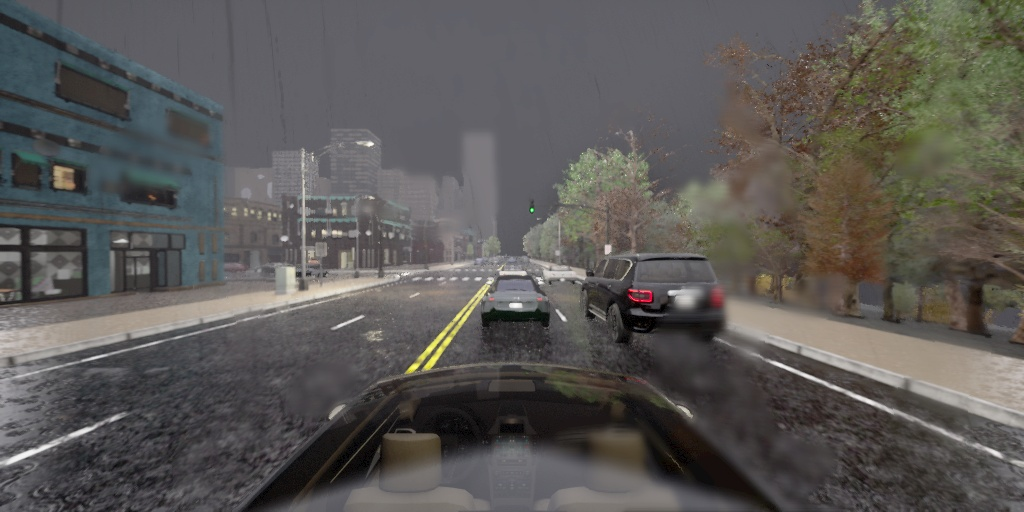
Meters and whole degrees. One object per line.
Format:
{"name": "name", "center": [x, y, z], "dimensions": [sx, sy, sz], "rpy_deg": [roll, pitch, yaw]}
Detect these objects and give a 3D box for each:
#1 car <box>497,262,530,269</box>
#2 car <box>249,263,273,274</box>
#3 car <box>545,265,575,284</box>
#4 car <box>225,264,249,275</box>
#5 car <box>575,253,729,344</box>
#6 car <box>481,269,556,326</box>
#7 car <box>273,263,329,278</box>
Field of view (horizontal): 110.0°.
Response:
{"name": "car", "center": [0.039, 1.294, 25.937], "dimensions": [1.895, 1.301, 4.718], "rpy_deg": [0, 0, -1]}
{"name": "car", "center": [-28.280, 1.465, 42.984], "dimensions": [4.403, 1.370, 2.007], "rpy_deg": [0, 0, 0]}
{"name": "car", "center": [3.351, 1.294, 25.888], "dimensions": [1.895, 1.301, 4.718], "rpy_deg": [0, 0, 0]}
{"name": "car", "center": [-33.816, 1.559, 42.991], "dimensions": [4.207, 1.307, 1.802], "rpy_deg": [0, 0, 0]}
{"name": "car", "center": [3.351, 0.953, 9.615], "dimensions": [2.150, 2.045, 5.566], "rpy_deg": [0, 0, 0]}
{"name": "car", "center": [0.100, 1.291, 11.586], "dimensions": [1.994, 1.385, 4.181], "rpy_deg": [0, 0, 0]}
{"name": "car", "center": [-19.947, 1.489, 34.472], "dimensions": [4.313, 1.339, 1.948], "rpy_deg": [0, 0, 0]}
